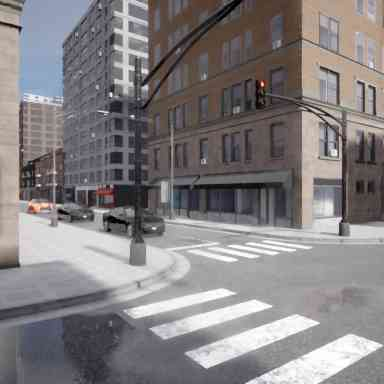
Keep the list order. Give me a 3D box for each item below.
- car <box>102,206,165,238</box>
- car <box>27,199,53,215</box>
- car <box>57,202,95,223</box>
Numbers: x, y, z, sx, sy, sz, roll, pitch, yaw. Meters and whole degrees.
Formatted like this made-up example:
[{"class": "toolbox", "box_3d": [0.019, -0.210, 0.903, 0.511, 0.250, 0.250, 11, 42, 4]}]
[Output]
[{"class": "car", "box_3d": [-3.354, 1.546, 18.566, 1.882, 1.535, 5.008, 0, 0, -36]}, {"class": "car", "box_3d": [-16.826, 1.527, 37.073, 2.097, 1.767, 4.553, 0, -1, -37]}, {"class": "car", "box_3d": [-9.481, 1.592, 26.973, 1.882, 1.535, 5.008, 0, 0, -36]}]
